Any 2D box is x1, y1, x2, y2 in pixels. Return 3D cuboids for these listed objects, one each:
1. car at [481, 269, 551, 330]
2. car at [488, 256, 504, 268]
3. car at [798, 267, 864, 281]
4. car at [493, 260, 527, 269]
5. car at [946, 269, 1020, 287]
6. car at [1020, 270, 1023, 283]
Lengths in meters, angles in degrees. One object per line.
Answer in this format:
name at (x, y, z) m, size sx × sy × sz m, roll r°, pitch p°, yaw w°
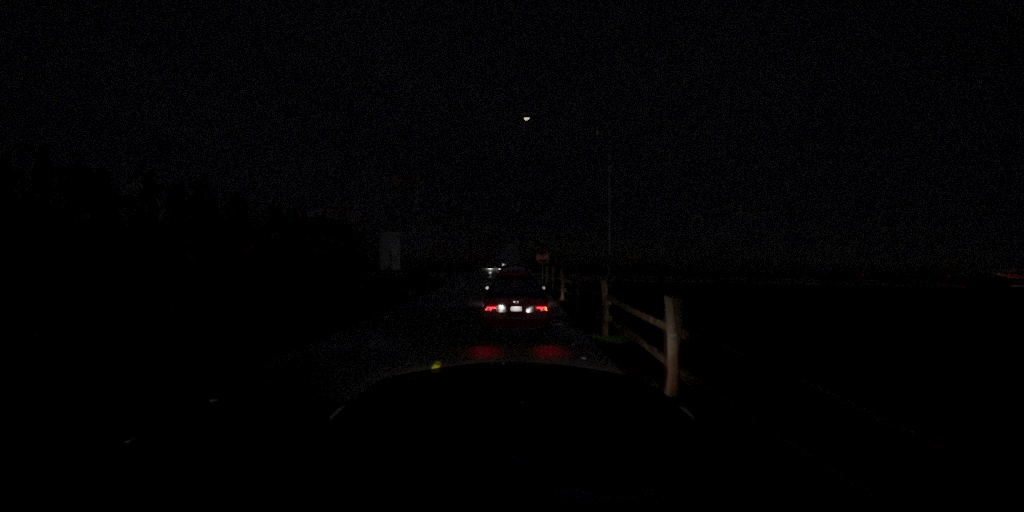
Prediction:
car at (0.107, 1.293, 11.002) m, size 2.033 × 1.411 × 5.357 m, roll 0°, pitch 0°, yaw 0°
car at (-2.636, 1.109, 56.874) m, size 1.837 × 1.490 × 4.892 m, roll 0°, pitch 1°, yaw 0°
car at (31.900, 1.782, 35.872) m, size 5.357 × 1.411 × 2.033 m, roll 1°, pitch 2°, yaw 0°
car at (0.113, 1.217, 21.196) m, size 1.882 × 1.535 × 5.008 m, roll 0°, pitch 0°, yaw 1°
car at (42.879, 2.077, 32.911) m, size 4.181 × 1.385 × 1.994 m, roll 1°, pitch 2°, yaw 1°
car at (49.249, 2.028, 35.657) m, size 5.008 × 1.535 × 1.882 m, roll 1°, pitch 2°, yaw 0°
